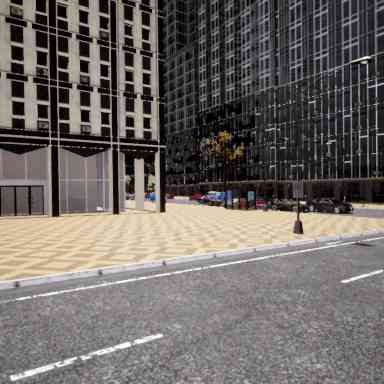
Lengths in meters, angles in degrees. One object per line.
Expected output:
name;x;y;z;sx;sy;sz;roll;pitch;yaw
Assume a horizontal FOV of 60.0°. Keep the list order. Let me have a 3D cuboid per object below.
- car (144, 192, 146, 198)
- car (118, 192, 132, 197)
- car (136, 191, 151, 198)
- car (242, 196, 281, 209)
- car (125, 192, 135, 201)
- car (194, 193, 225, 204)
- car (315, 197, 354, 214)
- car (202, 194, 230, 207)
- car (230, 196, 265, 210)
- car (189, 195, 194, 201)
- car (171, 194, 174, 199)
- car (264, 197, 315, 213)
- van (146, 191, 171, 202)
car;-8.681;0.615;77.131;2.192;1.841;5.009;0;1;-35
car;-18.365;0.688;91.167;2.008;1.369;4.403;0;1;-35
car;-11.909;0.686;81.810;1.967;1.590;4.097;0;1;-35
car;8.652;1.260;41.812;1.837;1.490;4.892;-1;1;-34
car;-12.350;1.039;67.697;2.008;1.369;4.403;0;1;-35
car;2.813;1.262;50.289;1.895;1.301;4.718;-1;1;-35
car;14.002;1.345;34.059;1.837;1.490;4.892;-1;1;-35
car;3.746;1.319;44.280;1.947;1.339;4.313;0;1;-35
car;6.926;1.388;39.569;1.802;1.307;4.206;0;1;-35
car;1.004;1.043;63.100;1.802;1.307;4.206;0;1;-35
car;-5.452;0.936;72.456;1.802;1.307;4.206;0;1;-35
car;10.140;1.424;34.879;1.947;1.339;4.313;-1;1;-35
van;-5.893;0.937;58.339;1.690;1.788;3.998;0;1;-35
